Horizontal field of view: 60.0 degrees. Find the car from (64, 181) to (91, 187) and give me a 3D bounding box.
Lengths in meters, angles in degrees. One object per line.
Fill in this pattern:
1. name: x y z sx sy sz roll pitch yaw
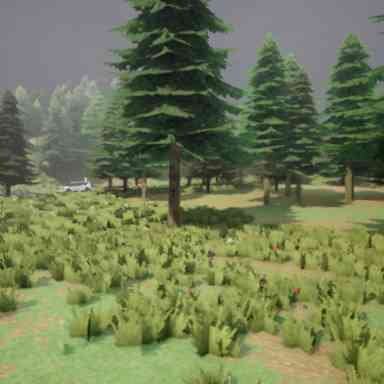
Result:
1. car: -18.986 -0.641 54.038 2.150 2.045 5.566 2 6 45
